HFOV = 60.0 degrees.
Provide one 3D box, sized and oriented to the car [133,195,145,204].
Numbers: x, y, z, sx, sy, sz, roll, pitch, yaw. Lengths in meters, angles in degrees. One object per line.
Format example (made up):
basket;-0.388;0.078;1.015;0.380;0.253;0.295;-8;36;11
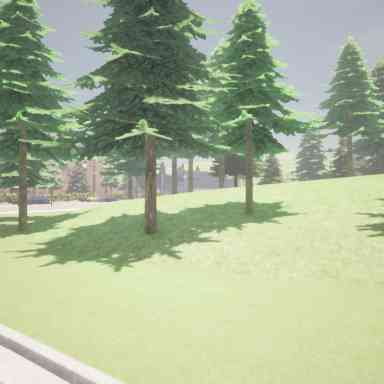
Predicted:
car;-9.622;1.352;65.419;2.097;1.767;4.553;0;0;35

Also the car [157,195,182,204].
car;-4.774;1.352;66.151;2.097;1.767;4.553;0;0;36

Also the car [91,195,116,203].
car;-17.563;1.523;68.033;1.812;1.442;4.674;0;0;35

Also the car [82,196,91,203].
car;-20.027;1.477;70.614;1.882;1.535;5.008;0;0;35

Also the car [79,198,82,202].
car;-22.552;1.594;73.107;1.895;1.301;4.718;0;0;35

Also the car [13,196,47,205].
car;-30.206;1.547;62.221;2.033;1.411;5.357;0;0;35

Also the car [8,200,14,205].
car;-29.006;1.547;57.968;2.033;1.411;5.357;0;0;35

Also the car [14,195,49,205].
car;-26.437;1.352;55.560;2.097;1.767;4.553;0;0;35
